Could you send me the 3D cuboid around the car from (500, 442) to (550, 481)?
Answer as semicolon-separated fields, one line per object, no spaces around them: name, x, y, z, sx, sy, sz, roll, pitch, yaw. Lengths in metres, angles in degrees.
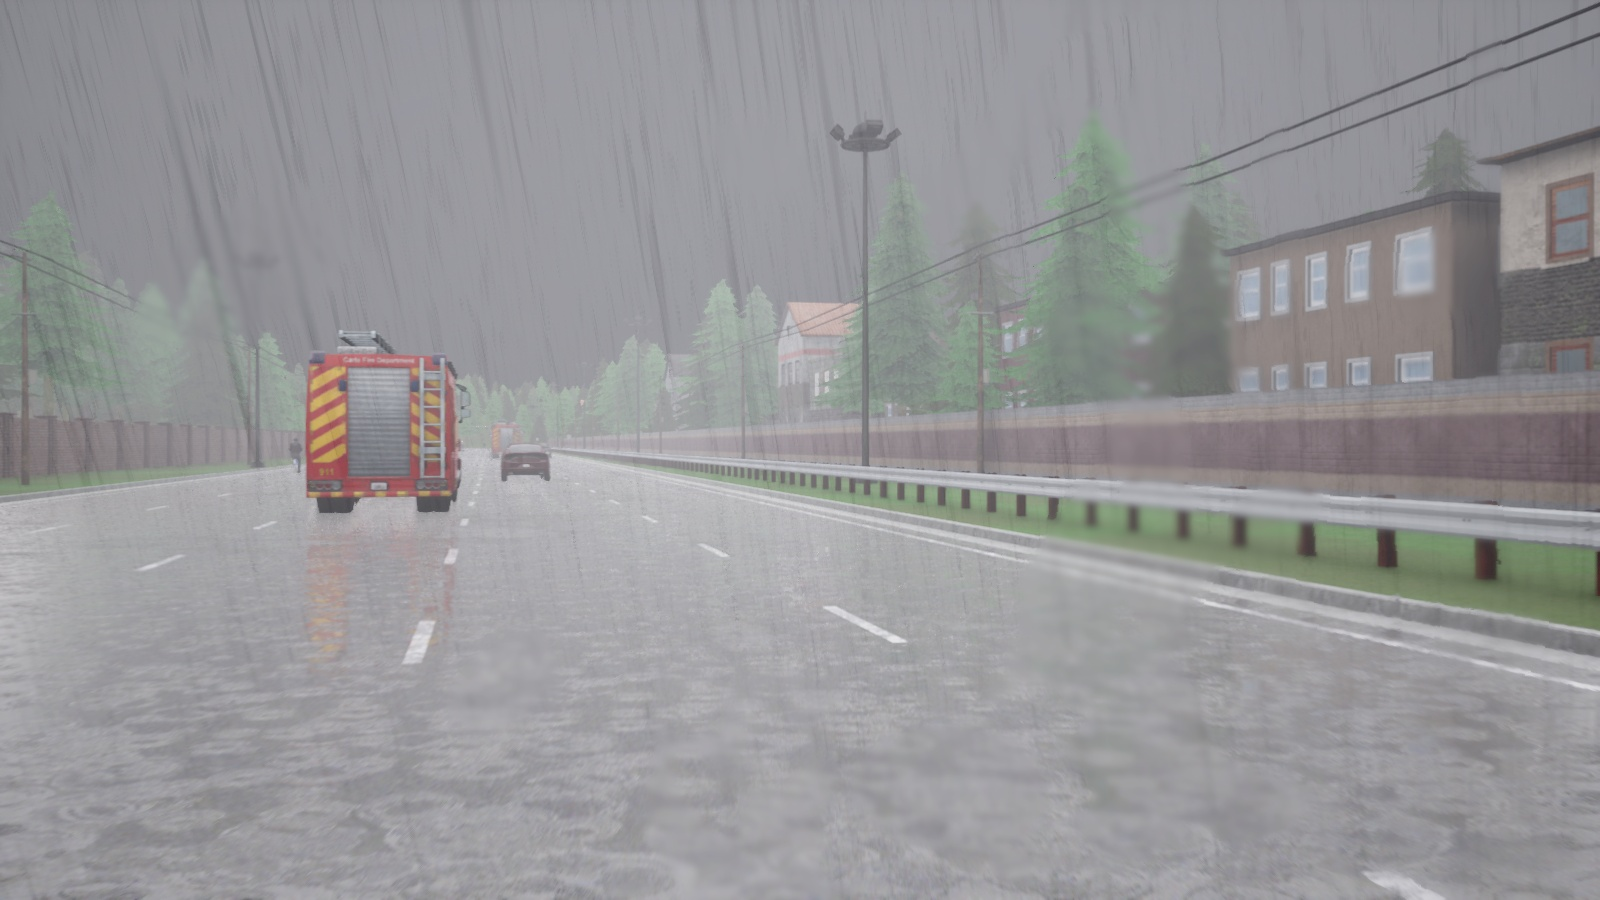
car;-11.208;0.427;51.009;1.882;1.535;5.008;0;0;-14

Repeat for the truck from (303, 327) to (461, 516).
truck;-9.666;-0.595;29.896;2.891;3.827;8.468;0;0;-14
